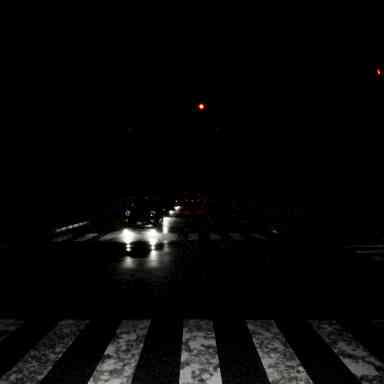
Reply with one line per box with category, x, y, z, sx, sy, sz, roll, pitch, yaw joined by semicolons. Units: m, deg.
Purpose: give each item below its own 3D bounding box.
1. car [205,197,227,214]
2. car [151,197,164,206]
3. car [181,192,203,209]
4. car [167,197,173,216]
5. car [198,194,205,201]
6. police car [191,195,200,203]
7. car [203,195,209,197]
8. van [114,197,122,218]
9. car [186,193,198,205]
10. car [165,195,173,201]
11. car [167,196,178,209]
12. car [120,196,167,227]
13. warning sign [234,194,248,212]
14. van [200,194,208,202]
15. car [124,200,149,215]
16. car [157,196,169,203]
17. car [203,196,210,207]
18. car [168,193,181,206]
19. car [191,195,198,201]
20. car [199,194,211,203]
car;2.713;1.553;35.449;1.887;1.381;4.507;0;0;0
car;-5.878;1.606;57.552;1.802;1.307;4.206;0;0;0
car;0.026;1.238;44.697;2.150;2.045;5.566;0;0;-1
car;-3.158;1.512;31.997;1.837;1.490;4.892;0;0;0
car;2.601;1.490;90.704;1.967;1.590;4.097;0;0;0
police car;0.767;1.462;74.175;1.930;1.638;5.238;0;0;0
car;2.691;1.561;46.500;1.887;1.381;4.507;0;0;0
van;-5.833;1.347;29.927;1.690;1.788;3.998;0;0;0
car;-0.032;1.249;61.268;2.150;2.045;5.566;0;0;1
car;-5.923;1.571;85.006;1.752;1.417;4.829;0;0;0
car;-3.174;1.560;42.185;2.033;1.411;5.357;0;0;-1
car;-3.204;1.355;22.882;2.097;1.767;4.553;0;0;2
warning sign;5.010;1.123;34.068;1.300;1.860;1.060;0;0;0
van;2.634;1.378;74.127;1.690;1.788;3.998;0;0;0
car;-5.842;1.553;35.452;1.887;1.381;4.507;0;0;0
car;-5.896;1.583;68.601;2.008;1.369;4.403;0;0;0
car;2.702;1.557;40.974;1.887;1.381;4.507;0;0;0
car;-3.147;1.373;53.229;2.097;1.767;4.553;0;0;0
car;0.738;1.505;90.254;1.801;1.575;5.366;0;0;0
car;2.645;1.348;68.602;2.192;1.841;5.009;0;0;0
